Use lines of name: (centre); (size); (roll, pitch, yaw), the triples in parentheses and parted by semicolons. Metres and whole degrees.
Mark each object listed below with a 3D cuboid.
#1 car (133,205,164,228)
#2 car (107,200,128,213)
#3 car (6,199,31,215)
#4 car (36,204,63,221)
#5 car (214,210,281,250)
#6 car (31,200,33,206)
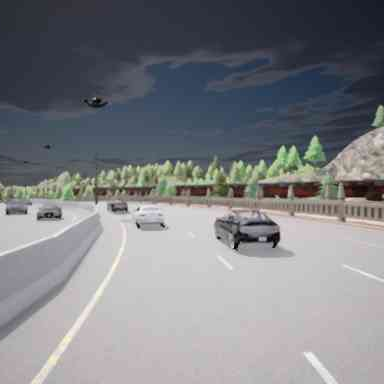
car: (-3.066, 1.620, 23.168); (1.812, 1.442, 4.674); (0, 0, -14)
car: (-9.029, 1.679, 40.030); (2.128, 1.511, 4.902); (0, 0, -24)
car: (-19.470, 1.625, 37.167); (2.097, 1.767, 4.553); (0, 0, -26)
car: (-12.393, 1.748, 29.188); (1.994, 1.385, 4.181); (0, 0, -20)
car: (2.235, 1.527, 14.575); (2.128, 1.511, 4.902); (0, 0, -8)
car: (-32.430, 1.994, 65.055); (1.994, 1.385, 4.181); (-1, 0, -33)
